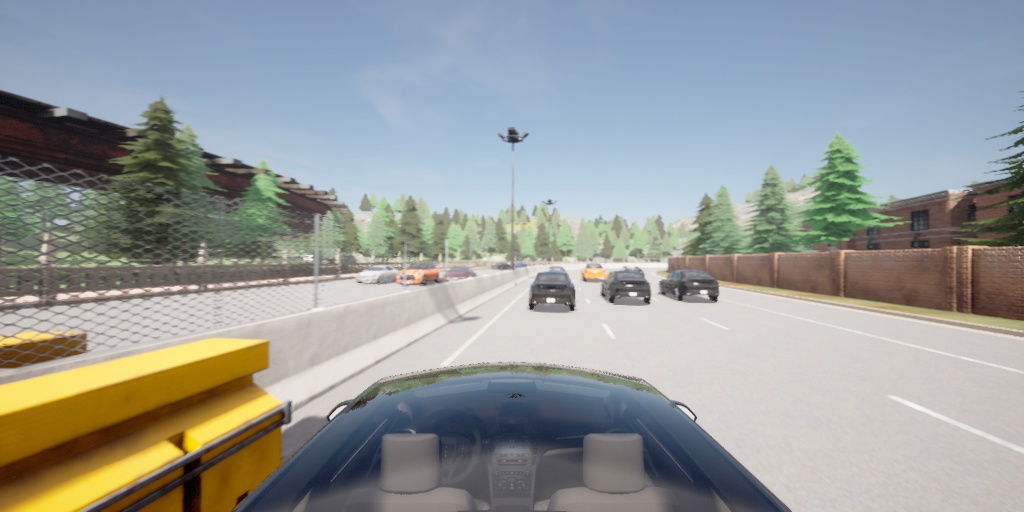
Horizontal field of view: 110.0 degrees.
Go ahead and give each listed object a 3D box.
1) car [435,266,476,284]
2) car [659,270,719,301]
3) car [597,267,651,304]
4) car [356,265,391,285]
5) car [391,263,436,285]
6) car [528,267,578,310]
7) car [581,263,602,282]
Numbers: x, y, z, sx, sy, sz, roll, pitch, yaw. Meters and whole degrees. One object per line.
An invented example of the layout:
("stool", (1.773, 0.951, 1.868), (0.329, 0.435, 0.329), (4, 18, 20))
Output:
("car", (-3.940, 1.511, 27.119), (1.812, 1.442, 4.674), (0, -1, 8))
("car", (9.318, 1.506, 19.204), (1.837, 1.490, 4.892), (0, -2, 8))
("car", (5.642, 1.469, 18.131), (1.837, 1.490, 4.892), (0, -1, 8))
("car", (-10.740, 1.478, 29.073), (1.812, 1.442, 4.674), (0, -1, 8))
("car", (-7.304, 1.324, 28.290), (2.097, 1.767, 4.553), (0, -1, 8))
("car", (1.786, 1.416, 15.732), (1.837, 1.490, 4.892), (0, 0, 8))
("car", (7.871, 1.508, 34.812), (2.097, 1.767, 4.553), (0, -1, 8))
